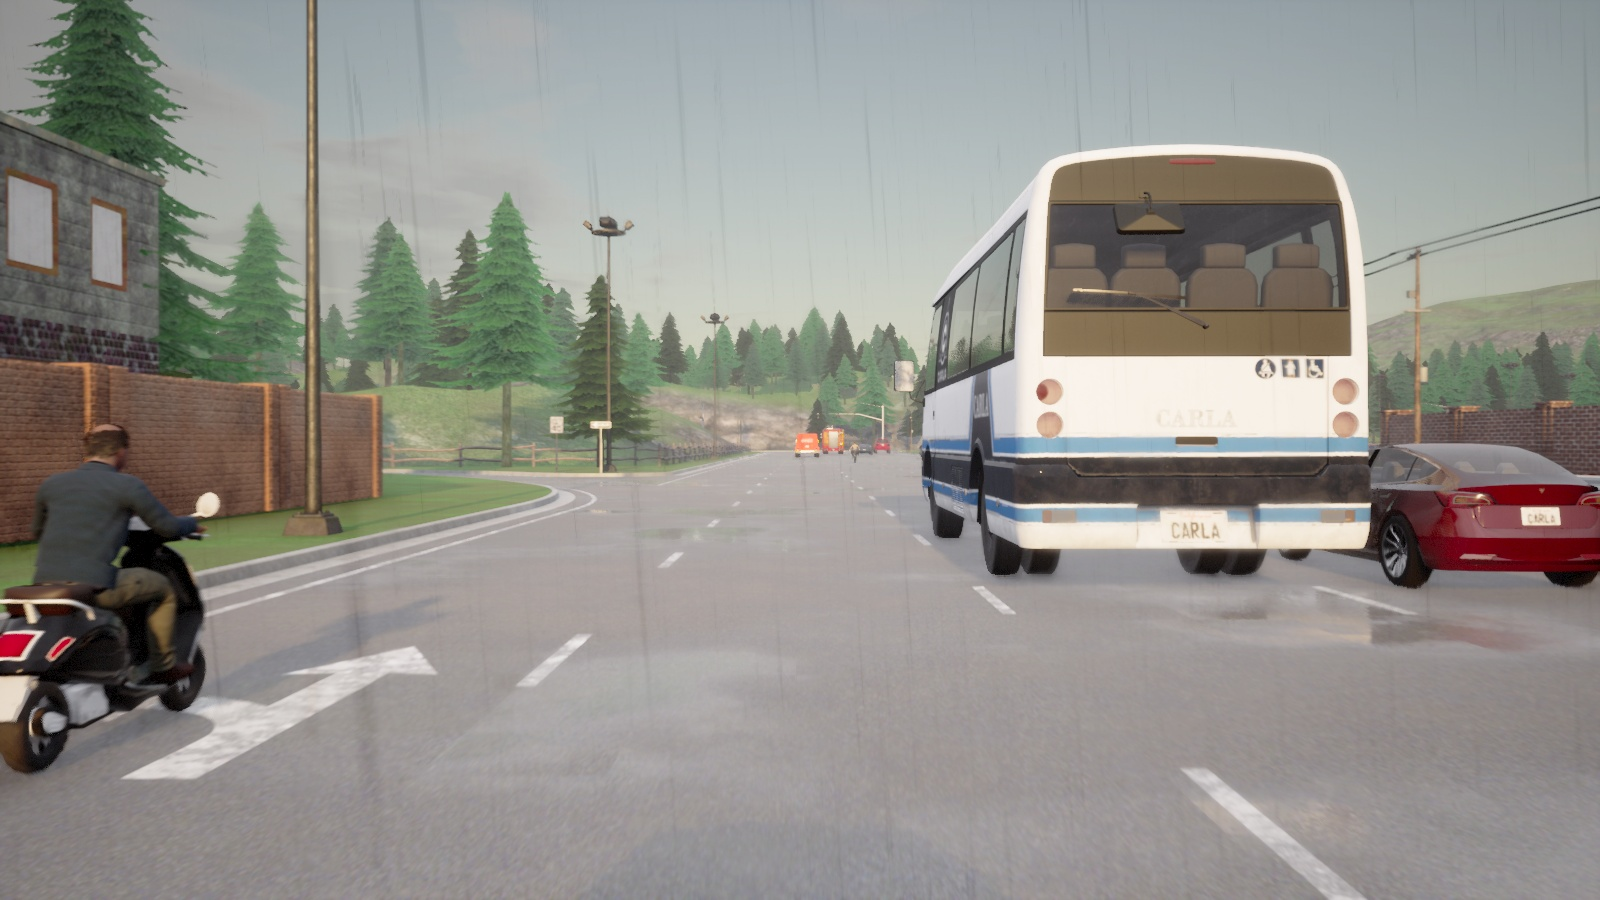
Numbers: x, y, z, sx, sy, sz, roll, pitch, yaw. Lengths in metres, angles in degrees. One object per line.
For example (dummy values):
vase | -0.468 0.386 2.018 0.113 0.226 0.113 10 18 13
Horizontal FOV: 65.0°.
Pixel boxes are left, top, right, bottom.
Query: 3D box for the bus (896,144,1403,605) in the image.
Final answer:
bus | 3.611 -0.721 16.734 3.944 4.253 10.273 0 0 0

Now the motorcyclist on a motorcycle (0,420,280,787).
motorcyclist on a motorcycle | -3.449 0.661 6.357 0.866 1.590 1.817 0 0 0

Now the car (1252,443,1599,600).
car | 7.096 0.671 14.324 2.163 1.488 4.792 0 0 0
